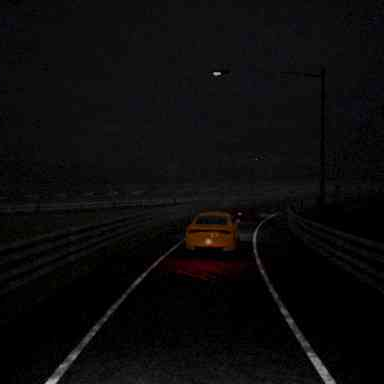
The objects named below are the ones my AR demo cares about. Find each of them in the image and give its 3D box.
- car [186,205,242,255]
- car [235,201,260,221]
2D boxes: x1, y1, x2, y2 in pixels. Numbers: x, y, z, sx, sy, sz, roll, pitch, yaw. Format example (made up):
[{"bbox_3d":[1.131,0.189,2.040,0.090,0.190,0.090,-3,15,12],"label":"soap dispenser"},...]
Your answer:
[{"bbox_3d":[0.989,1.581,14.081,1.882,1.535,5.008,0,0,9],"label":"car"},{"bbox_3d":[4.584,1.524,28.307,1.882,1.535,5.008,1,1,20],"label":"car"}]
